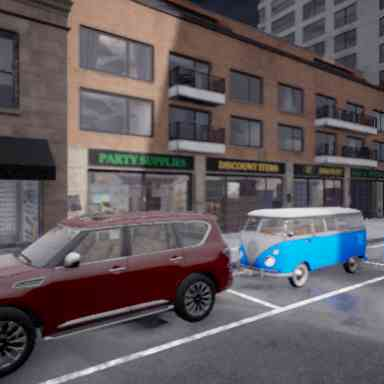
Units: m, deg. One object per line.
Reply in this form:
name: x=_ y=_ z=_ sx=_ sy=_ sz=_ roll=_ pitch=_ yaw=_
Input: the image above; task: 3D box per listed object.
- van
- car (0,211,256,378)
van: x=3.017 y=1.320 z=8.913 sx=3.998 sy=1.788 sz=1.690 roll=0 pitch=0 yaw=-35
car: x=-1.531 y=1.310 z=5.671 sx=5.009 sy=1.841 sz=2.192 roll=0 pitch=0 yaw=-35
